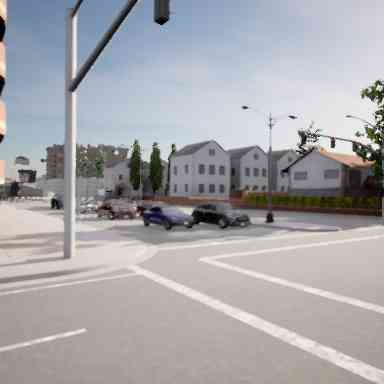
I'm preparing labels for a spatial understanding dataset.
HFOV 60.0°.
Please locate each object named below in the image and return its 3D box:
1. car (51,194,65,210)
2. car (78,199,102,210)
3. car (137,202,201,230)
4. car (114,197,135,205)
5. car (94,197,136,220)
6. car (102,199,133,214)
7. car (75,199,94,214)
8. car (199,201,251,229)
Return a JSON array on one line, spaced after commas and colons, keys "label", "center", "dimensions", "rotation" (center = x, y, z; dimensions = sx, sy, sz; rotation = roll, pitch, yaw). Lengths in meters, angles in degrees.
[{"label": "car", "center": [-17.500, 1.320, 45.064], "dimensions": [2.150, 2.045, 5.566], "rotation": [1, 0, -34]}, {"label": "car", "center": [-14.326, 1.692, 46.614], "dimensions": [1.994, 1.385, 4.181], "rotation": [1, 0, -35]}, {"label": "car", "center": [-1.679, 1.621, 22.090], "dimensions": [1.812, 1.442, 4.674], "rotation": [1, 0, -35]}, {"label": "car", "center": [-13.297, 1.774, 65.531], "dimensions": [2.033, 1.411, 5.357], "rotation": [1, 0, -35]}, {"label": "car", "center": [-6.663, 1.448, 29.295], "dimensions": [2.097, 1.767, 4.553], "rotation": [1, 0, -34]}, {"label": "car", "center": [-8.655, 1.631, 38.357], "dimensions": [1.837, 1.490, 4.892], "rotation": [1, 0, -35]}, {"label": "car", "center": [-11.758, 1.698, 36.693], "dimensions": [1.895, 1.301, 4.718], "rotation": [1, 0, -34]}, {"label": "car", "center": [1.958, 1.476, 22.979], "dimensions": [2.097, 1.767, 4.553], "rotation": [1, 0, -35]}]
